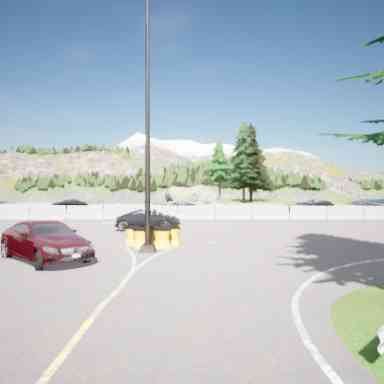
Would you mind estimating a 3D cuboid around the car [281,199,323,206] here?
[{"bbox_3d":[13.846,1.864,42.779,4.718,1.301,1.895,0,0,0],"label":"car"}]

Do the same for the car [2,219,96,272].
[{"bbox_3d":[-5.290,1.741,11.961,4.674,1.442,1.812,0,-1,43],"label":"car"}]

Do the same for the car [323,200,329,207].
[{"bbox_3d":[17.001,1.760,46.283,4.902,1.511,2.128,0,0,0],"label":"car"}]

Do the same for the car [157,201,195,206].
[{"bbox_3d":[-1.620,1.823,39.244,4.181,1.385,1.994,0,0,0],"label":"car"}]

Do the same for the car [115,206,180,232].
[{"bbox_3d":[-2.851,1.795,21.542,4.181,1.385,1.994,0,0,0],"label":"car"}]

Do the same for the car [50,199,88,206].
[{"bbox_3d":[-17.070,1.749,46.212,5.008,1.535,1.882,0,0,0],"label":"car"}]

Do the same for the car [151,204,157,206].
[{"bbox_3d":[-2.959,1.865,42.743,4.718,1.301,1.895,0,0,0],"label":"car"}]

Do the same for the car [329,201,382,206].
[{"bbox_3d":[19.549,1.805,39.291,5.357,1.411,2.033,0,0,0],"label":"car"}]
